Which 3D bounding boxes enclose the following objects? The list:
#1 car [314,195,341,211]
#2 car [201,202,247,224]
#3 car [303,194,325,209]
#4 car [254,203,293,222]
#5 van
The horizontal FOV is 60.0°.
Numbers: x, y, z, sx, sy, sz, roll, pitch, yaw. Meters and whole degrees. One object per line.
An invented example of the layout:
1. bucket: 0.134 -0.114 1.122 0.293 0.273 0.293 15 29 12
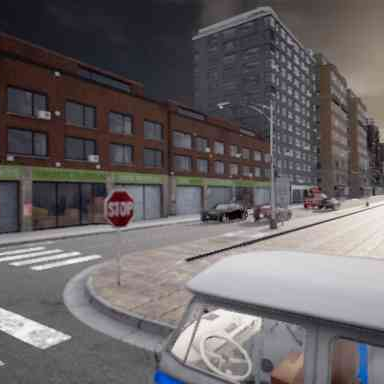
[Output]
1. car: 17.145 1.530 41.401 1.837 1.490 4.892 -1 0 36
2. car: 2.593 1.577 26.166 1.882 1.535 5.008 -1 -1 36
3. car: 17.397 1.278 46.664 2.150 2.045 5.566 -1 -1 36
4. car: 6.510 1.579 26.590 1.812 1.442 4.674 -1 -1 35
5. van: 1.557 1.337 1.706 3.998 1.788 1.690 -1 -1 36
